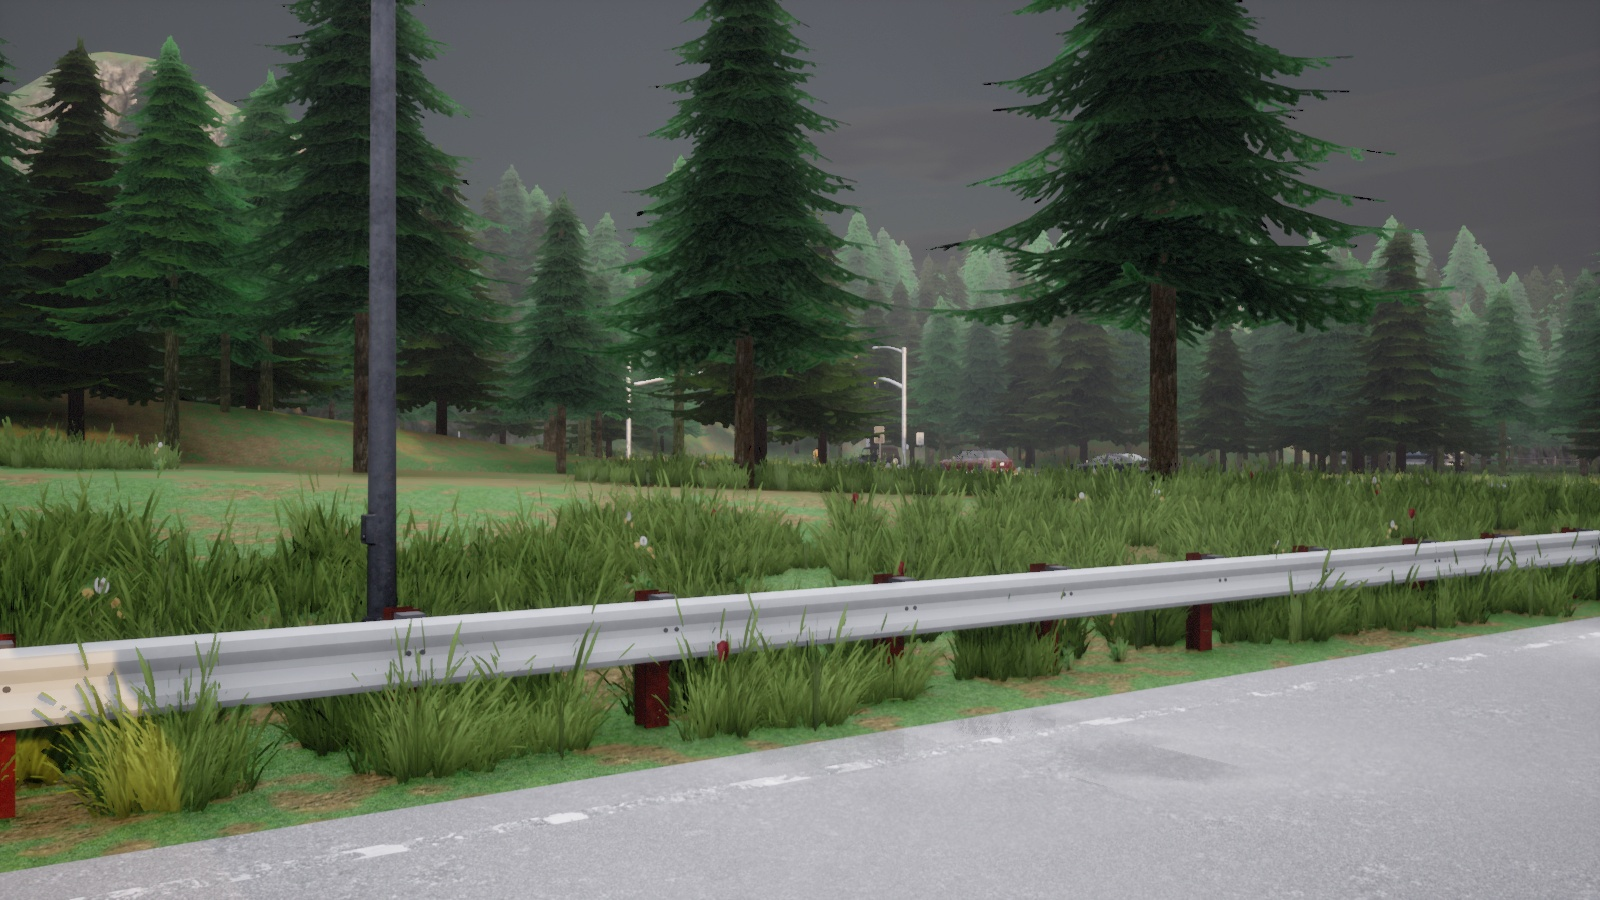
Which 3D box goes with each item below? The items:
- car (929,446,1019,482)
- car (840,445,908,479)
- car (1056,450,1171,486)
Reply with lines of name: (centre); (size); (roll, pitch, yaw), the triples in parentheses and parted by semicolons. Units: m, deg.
car: (8.862, 0.701, 64.298); (2.097, 1.767, 4.553); (0, 0, -34)
car: (4.174, 0.666, 71.328); (1.905, 1.878, 3.866); (0, 0, -34)
car: (14.088, 0.791, 56.655); (1.882, 1.535, 5.008); (0, 0, -35)
